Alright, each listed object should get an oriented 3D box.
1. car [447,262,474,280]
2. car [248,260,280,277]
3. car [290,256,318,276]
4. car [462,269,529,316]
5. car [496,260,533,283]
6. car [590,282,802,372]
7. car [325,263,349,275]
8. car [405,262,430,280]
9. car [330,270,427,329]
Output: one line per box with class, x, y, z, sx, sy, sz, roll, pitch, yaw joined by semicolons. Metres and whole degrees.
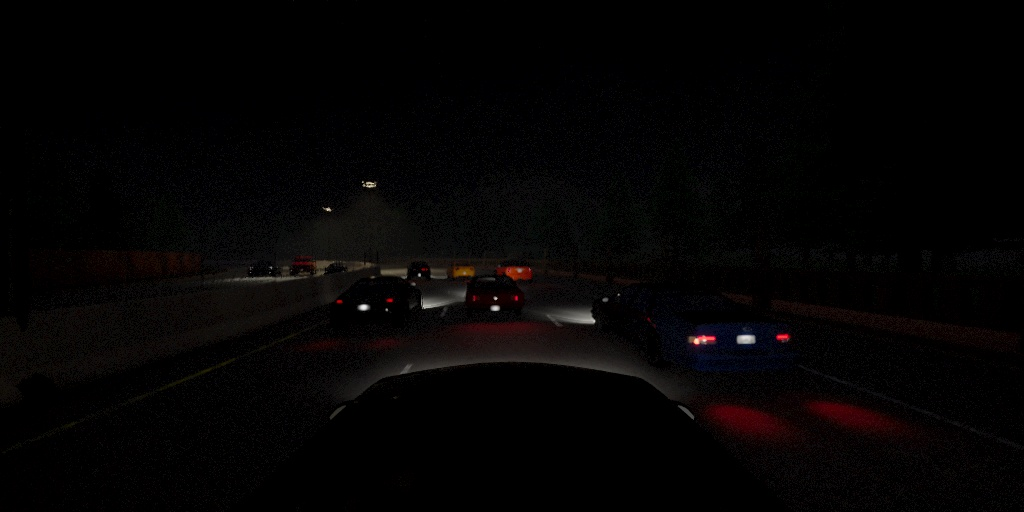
car;-4.493;1.231;31.147;1.882;1.535;5.008;0;0;-16
car;-25.412;1.194;36.887;2.097;1.767;4.553;0;0;-24
car;-22.356;1.051;38.706;2.150;2.045;5.566;0;0;-24
car;-0.767;1.348;13.426;1.895;1.301;4.718;0;0;-6
car;0.053;1.087;27.710;2.097;1.767;4.553;0;0;-14
car;3.286;1.280;7.795;2.033;1.411;5.357;0;0;-4
car;-17.032;1.354;35.079;2.033;1.411;5.357;0;0;-21
car;-8.153;1.275;31.185;1.837;1.490;4.892;0;0;-17
car;-4.117;1.327;11.458;1.994;1.385;4.181;0;0;-6
